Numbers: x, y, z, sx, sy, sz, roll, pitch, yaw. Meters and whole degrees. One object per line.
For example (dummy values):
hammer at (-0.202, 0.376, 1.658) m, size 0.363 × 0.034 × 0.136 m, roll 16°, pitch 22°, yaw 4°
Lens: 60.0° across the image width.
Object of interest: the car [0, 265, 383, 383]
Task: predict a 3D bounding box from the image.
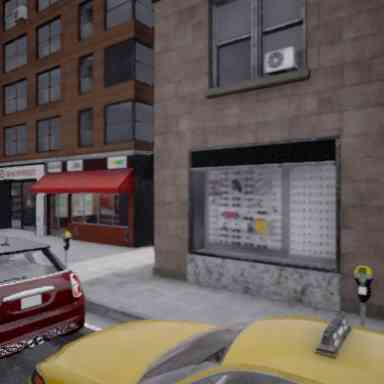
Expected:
car at (0.705, 1.525, 2.307) m, size 4.829 × 1.417 × 1.752 m, roll 0°, pitch 0°, yaw 35°

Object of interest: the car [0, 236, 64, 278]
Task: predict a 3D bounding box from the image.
car at (-3.649, 1.433, 5.412) m, size 4.097 × 1.590 × 1.967 m, roll 0°, pitch 0°, yaw 35°
